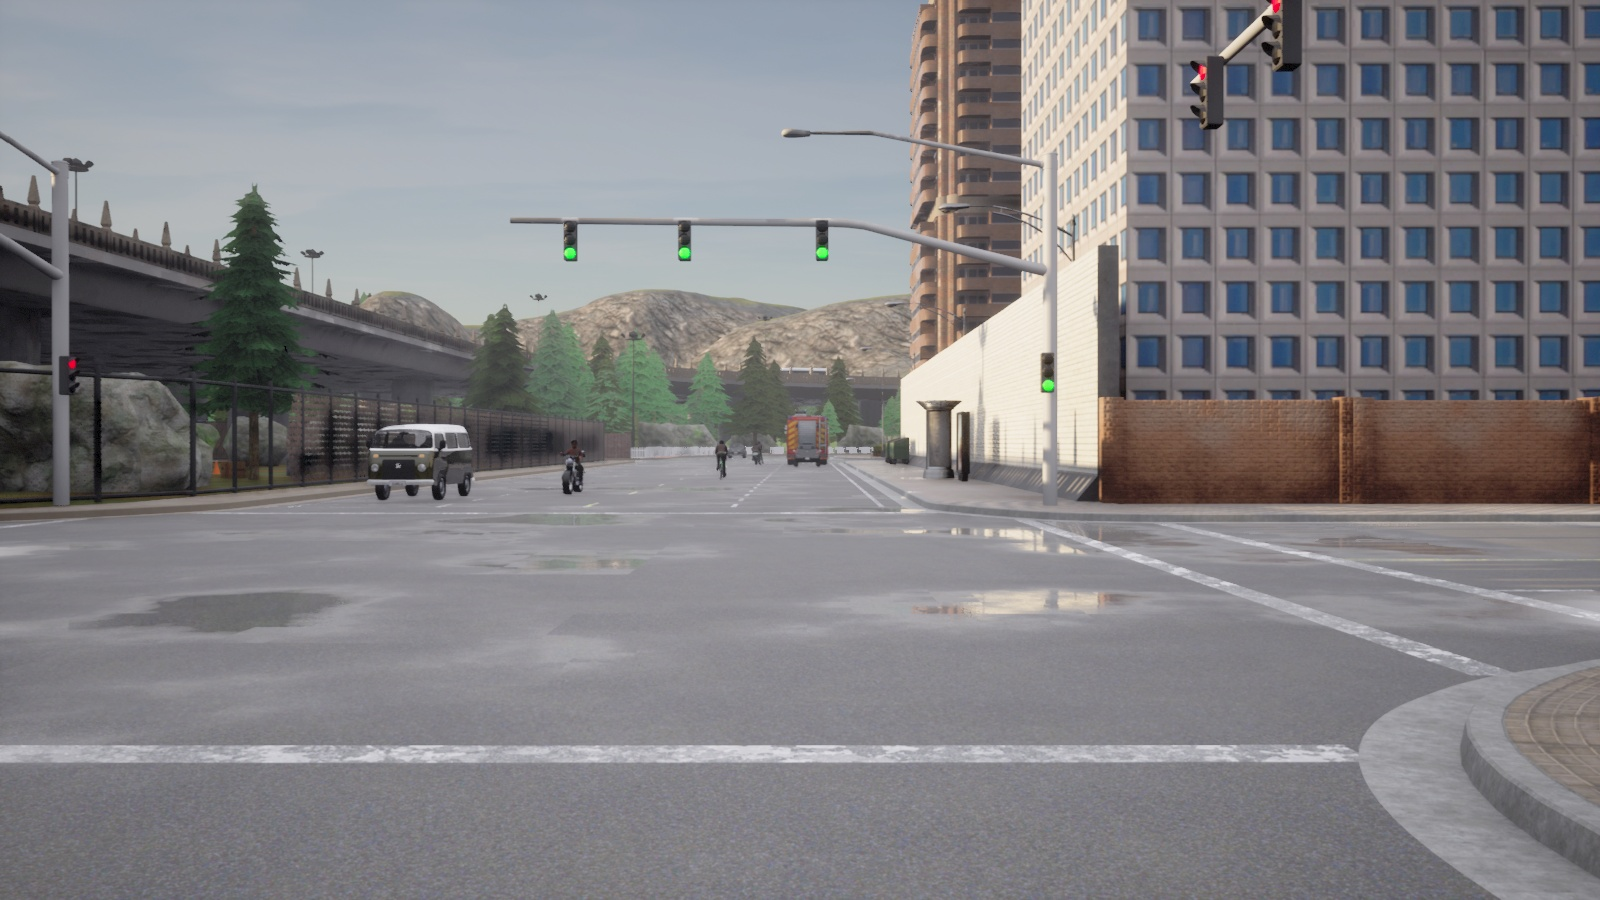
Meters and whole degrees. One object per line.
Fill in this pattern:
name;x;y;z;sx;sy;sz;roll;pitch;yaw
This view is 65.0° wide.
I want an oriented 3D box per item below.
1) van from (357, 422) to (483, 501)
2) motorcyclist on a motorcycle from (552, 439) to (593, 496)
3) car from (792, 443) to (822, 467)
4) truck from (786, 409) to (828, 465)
van;-10.296;0.279;34.377;2.069;2.038;4.480;0;0;0
motorcyclist on a motorcycle;-6.778;0.492;37.500;0.766;1.649;2.350;0;0;0
car;0.459;0.333;80.384;1.845;1.501;3.633;0;0;0
truck;0.502;-0.895;89.715;2.891;3.827;8.468;0;0;0
